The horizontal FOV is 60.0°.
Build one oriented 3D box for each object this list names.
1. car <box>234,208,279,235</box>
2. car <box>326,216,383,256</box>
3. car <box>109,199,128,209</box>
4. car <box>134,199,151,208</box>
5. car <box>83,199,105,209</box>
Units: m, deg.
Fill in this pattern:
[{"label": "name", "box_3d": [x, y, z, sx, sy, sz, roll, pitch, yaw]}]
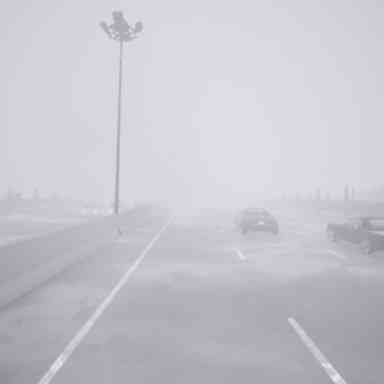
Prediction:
[{"label": "car", "box_3d": [3.592, 1.581, 19.159, 1.994, 1.385, 4.181, 0, 0, 0]}, {"label": "car", "box_3d": [7.091, 1.613, 13.238, 1.895, 1.301, 4.718, 0, 0, 0]}, {"label": "car", "box_3d": [-10.581, 1.710, 48.212, 1.895, 1.301, 4.718, 0, -1, 0]}, {"label": "car", "box_3d": [-7.077, 1.666, 48.537, 2.033, 1.411, 5.357, 0, -1, 1]}, {"label": "car", "box_3d": [-14.088, 1.702, 47.906, 1.895, 1.301, 4.718, 0, -1, 0]}]
